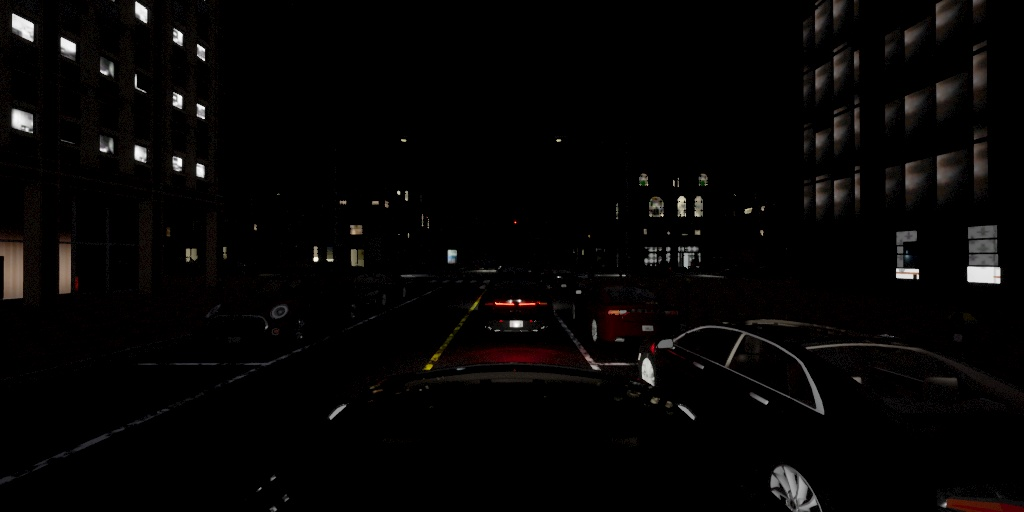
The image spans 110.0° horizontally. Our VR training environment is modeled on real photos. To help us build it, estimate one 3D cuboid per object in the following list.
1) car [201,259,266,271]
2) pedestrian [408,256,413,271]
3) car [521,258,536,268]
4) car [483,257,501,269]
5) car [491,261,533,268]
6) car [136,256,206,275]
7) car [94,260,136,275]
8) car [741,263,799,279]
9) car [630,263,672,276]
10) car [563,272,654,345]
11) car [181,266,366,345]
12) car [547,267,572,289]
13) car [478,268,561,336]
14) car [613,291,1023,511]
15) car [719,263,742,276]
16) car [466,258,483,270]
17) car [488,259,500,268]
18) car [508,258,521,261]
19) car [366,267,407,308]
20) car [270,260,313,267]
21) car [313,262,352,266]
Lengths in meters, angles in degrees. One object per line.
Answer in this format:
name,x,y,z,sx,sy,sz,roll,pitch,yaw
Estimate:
car,-25.440,1.177,33.091,4.403,1.370,2.007,0,0,1
pedestrian,-12.585,0.885,44.235,0.375,1.860,0.375,0,-1,1
car,2.650,1.322,53.100,1.948,1.339,4.313,0,0,0
car,-3.124,1.234,53.781,1.882,1.535,5.008,0,0,1
car,0.081,1.230,20.531,1.882,1.535,5.008,0,0,2
car,-30.976,0.917,33.171,5.009,1.841,2.192,0,0,1
car,-36.513,1.130,33.252,4.403,1.370,2.007,0,0,1
car,23.618,1.433,32.339,4.207,1.307,1.802,0,0,1
car,14.782,1.403,38.296,4.181,1.385,1.994,0,0,1
car,2.685,1.296,9.326,1.888,1.381,4.507,0,0,0
car,-5.696,1.190,9.336,1.967,1.591,4.097,0,0,0
car,2.676,1.302,20.710,2.007,1.370,4.403,0,0,0
car,0.094,1.256,10.342,1.837,1.490,4.892,0,0,0
car,2.689,1.301,3.634,2.007,1.370,4.403,0,0,0
car,24.597,1.413,38.157,4.674,1.442,1.812,0,0,1
car,-5.730,1.338,53.106,1.802,1.307,4.207,0,0,0
car,-3.114,1.263,63.191,1.837,1.490,4.892,0,0,0
car,0.065,1.263,52.583,1.837,1.490,4.892,0,0,0
car,-5.700,1.302,15.028,2.007,1.370,4.403,0,0,0
car,-25.485,1.197,41.473,4.829,1.417,1.751,0,0,1
car,-16.596,1.279,35.555,4.718,1.301,1.895,0,0,1
